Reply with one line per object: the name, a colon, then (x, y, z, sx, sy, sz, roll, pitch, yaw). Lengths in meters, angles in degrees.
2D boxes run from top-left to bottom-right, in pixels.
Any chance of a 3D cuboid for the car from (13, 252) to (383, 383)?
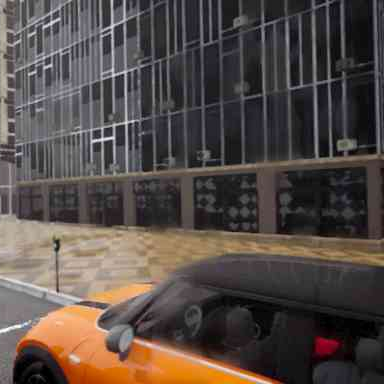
car: (0.392, 1.364, 2.960, 4.553, 1.767, 2.097, -1, 0, 36)
